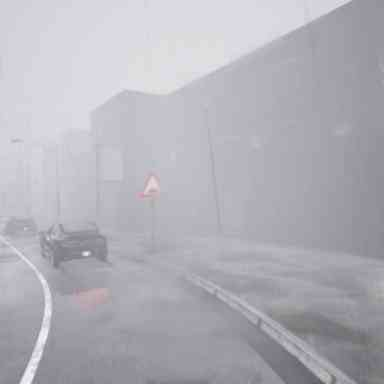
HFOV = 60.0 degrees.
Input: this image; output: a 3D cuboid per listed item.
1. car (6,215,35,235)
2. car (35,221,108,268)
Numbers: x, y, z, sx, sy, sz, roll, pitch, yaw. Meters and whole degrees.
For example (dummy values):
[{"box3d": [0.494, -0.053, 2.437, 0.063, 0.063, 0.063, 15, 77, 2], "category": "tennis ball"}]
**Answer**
[{"box3d": [-13.990, 2.638, 27.316, 1.837, 1.490, 4.892, -1, -2, -33], "category": "car"}, {"box3d": [-4.748, 1.897, 13.071, 1.837, 1.490, 4.892, -1, -2, -31], "category": "car"}]
